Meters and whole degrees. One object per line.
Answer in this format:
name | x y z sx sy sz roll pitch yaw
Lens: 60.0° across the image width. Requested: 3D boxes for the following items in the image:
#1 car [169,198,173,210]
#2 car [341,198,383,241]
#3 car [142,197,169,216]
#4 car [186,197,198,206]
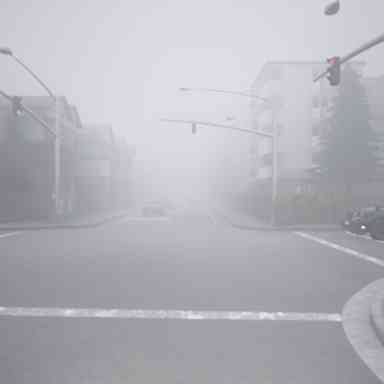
car | -3.550 1.462 42.743 1.837 1.490 4.892 0 0 1
car | 9.681 1.030 14.819 5.566 2.045 2.150 0 0 0
car | -3.566 1.474 31.928 1.837 1.490 4.892 0 0 0
car | 0.029 1.495 53.687 2.033 1.411 5.357 0 0 0
